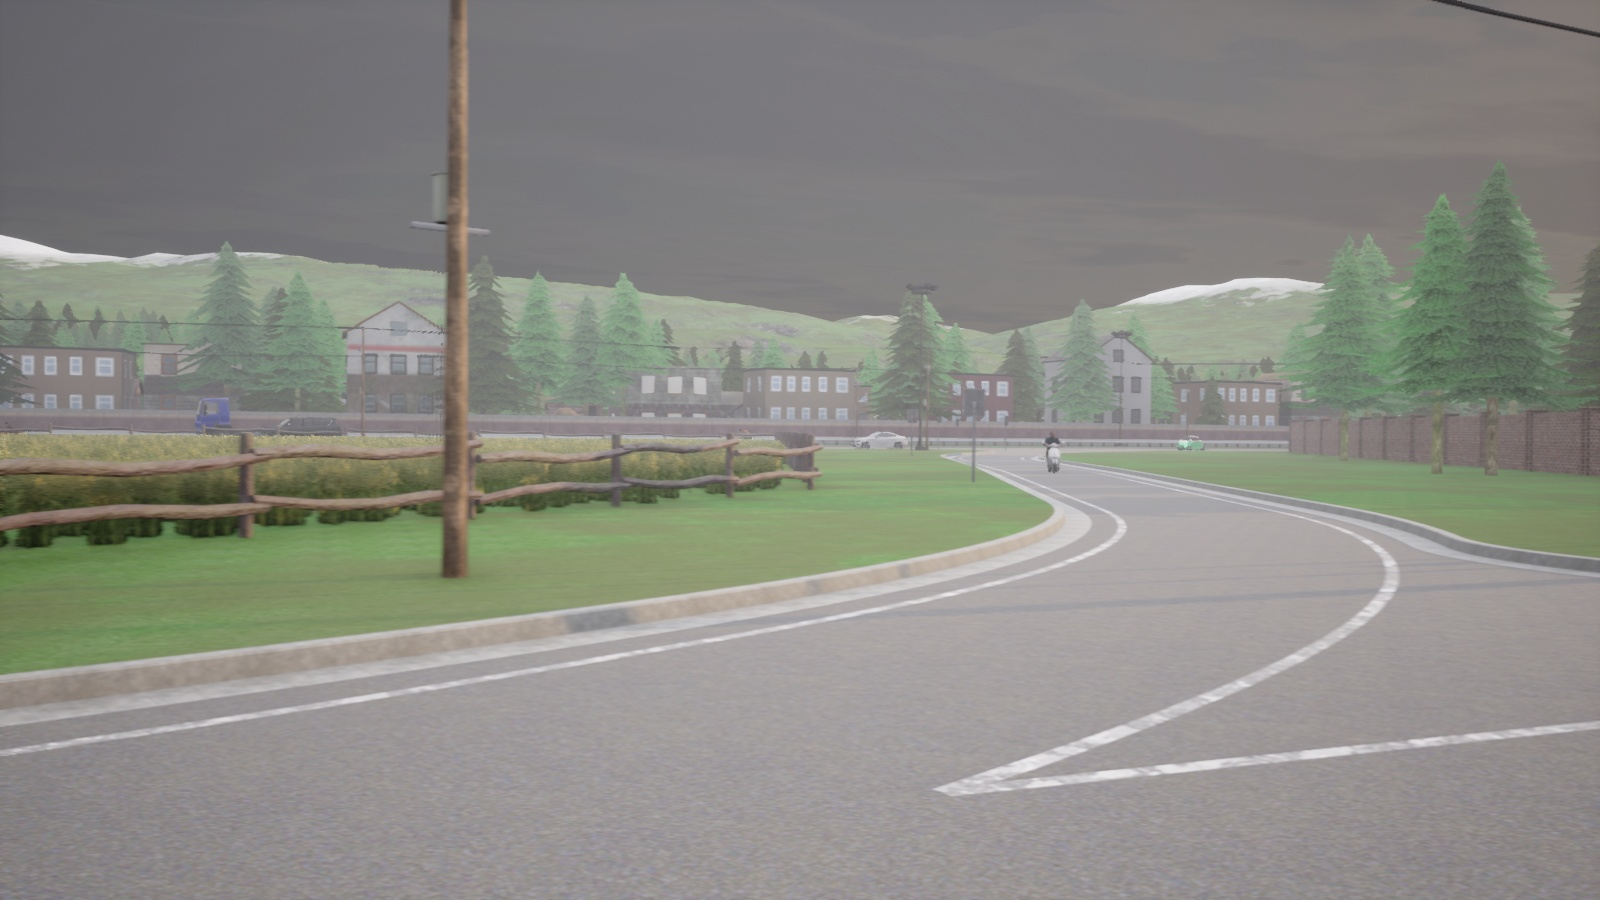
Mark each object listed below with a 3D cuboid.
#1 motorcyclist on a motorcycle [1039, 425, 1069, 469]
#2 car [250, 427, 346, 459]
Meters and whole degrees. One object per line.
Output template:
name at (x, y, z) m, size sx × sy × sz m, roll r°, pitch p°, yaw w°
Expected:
motorcyclist on a motorcycle at (9.594, -0.123, 47.485) m, size 0.866 × 1.590 × 1.817 m, roll -1°, pitch 1°, yaw 4°
car at (-33.430, -0.483, 83.629) m, size 5.566 × 2.045 × 2.150 m, roll -1°, pitch 1°, yaw -35°
